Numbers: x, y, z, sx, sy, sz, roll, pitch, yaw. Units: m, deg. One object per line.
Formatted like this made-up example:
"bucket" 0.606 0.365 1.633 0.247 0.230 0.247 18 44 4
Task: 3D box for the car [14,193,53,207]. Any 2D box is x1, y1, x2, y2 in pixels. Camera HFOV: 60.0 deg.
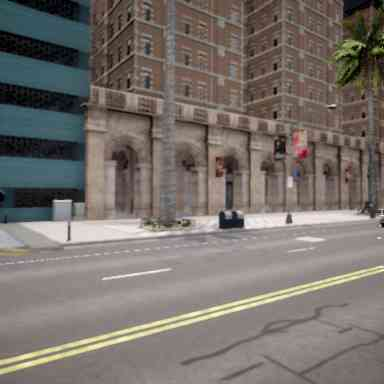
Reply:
"car" -14.541 1.066 28.280 5.566 2.045 2.435 1 0 -35

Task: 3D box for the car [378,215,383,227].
"car" 15.077 1.824 23.345 4.718 1.301 1.895 1 0 -35
